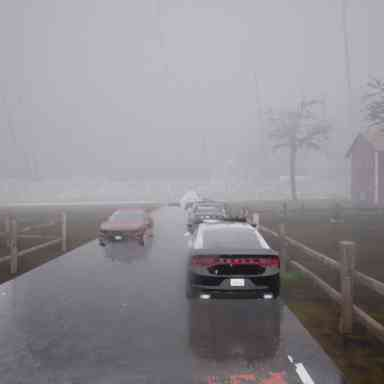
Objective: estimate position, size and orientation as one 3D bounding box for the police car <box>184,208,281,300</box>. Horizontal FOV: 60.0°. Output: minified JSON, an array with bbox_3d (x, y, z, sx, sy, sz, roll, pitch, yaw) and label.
[{"bbox_3d":[0.818,1.432,8.587,1.930,1.638,5.238,0,0,0],"label":"police car"}]

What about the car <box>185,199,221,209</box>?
[{"bbox_3d":[0.809,1.394,18.453,2.097,1.767,4.553,0,0,0],"label":"car"}]

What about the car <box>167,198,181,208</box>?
[{"bbox_3d":[-2.792,1.688,51.984,1.882,1.535,5.008,0,0,0],"label":"car"}]

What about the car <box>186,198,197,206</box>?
[{"bbox_3d":[-0.046,1.837,59.519,1.895,1.301,4.718,0,0,0],"label":"car"}]

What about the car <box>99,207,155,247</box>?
[{"bbox_3d":[-2.862,1.506,15.411,1.882,1.535,5.008,0,0,0],"label":"car"}]

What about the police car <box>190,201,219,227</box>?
[{"bbox_3d":[0.806,1.502,24.595,1.930,1.638,5.238,0,0,0],"label":"police car"}]
